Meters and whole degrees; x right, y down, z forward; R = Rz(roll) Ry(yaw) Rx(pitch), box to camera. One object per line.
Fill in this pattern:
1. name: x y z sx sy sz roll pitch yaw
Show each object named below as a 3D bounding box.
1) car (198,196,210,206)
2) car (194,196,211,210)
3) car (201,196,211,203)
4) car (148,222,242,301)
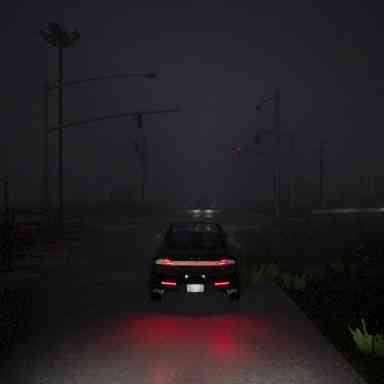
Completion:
1. car: 2.096 1.441 56.070 1.882 1.535 5.008 0 0 3
2. car: 1.422 1.489 42.909 1.812 1.442 4.674 0 0 3
3. car: 2.868 1.518 69.567 1.994 1.385 4.181 0 0 3
4. car: 0.079 1.491 8.323 2.128 1.511 4.902 0 0 0
